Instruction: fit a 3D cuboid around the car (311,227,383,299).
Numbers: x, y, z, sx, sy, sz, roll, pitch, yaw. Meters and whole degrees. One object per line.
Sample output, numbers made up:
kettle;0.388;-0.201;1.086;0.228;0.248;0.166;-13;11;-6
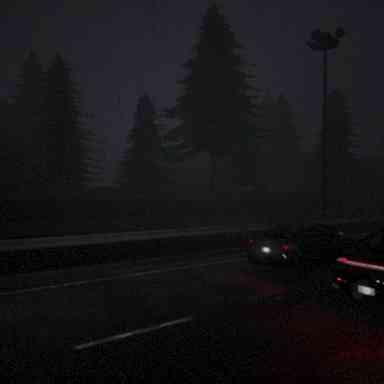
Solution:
car;5.111;1.574;7.392;4.902;1.511;2.128;1;0;-36

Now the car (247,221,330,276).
car;3.761;1.654;10.727;4.181;1.385;1.994;1;0;-36
